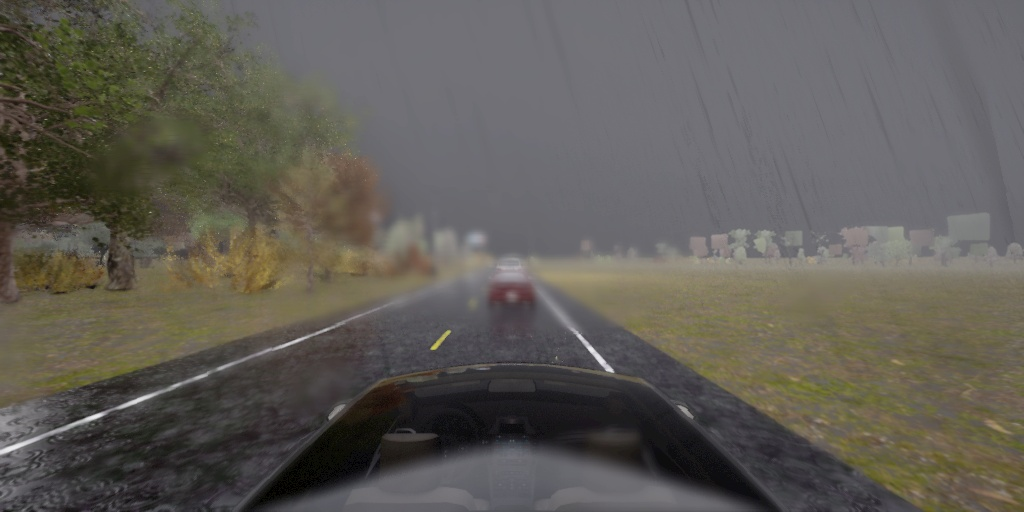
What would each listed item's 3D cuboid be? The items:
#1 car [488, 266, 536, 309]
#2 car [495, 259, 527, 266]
[{"bbox_3d":[0.030,1.382,16.067,1.882,1.535,5.008,0,0,1],"label":"car"},{"bbox_3d":[0.009,1.274,29.396,2.150,2.045,5.566,0,0,0],"label":"car"}]
